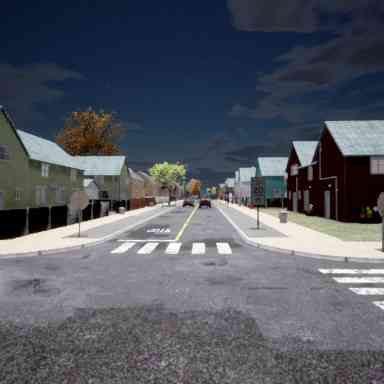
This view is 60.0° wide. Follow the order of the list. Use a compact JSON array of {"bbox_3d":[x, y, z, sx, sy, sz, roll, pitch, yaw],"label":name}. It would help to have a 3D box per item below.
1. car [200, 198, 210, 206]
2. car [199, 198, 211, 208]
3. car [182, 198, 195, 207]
[{"bbox_3d":[2.434,1.797,61.544,1.812,1.442,4.674,0,0,2],"label":"car"},{"bbox_3d":[2.022,1.700,51.132,1.837,1.490,4.892,0,0,2],"label":"car"},{"bbox_3d":[-0.543,1.780,55.824,2.033,1.411,5.357,0,0,2],"label":"car"}]
